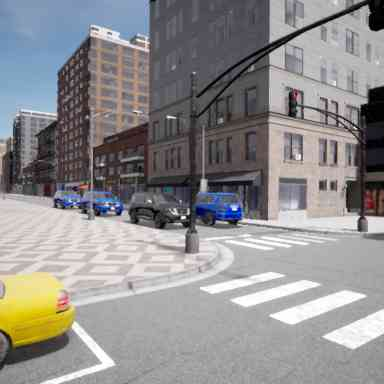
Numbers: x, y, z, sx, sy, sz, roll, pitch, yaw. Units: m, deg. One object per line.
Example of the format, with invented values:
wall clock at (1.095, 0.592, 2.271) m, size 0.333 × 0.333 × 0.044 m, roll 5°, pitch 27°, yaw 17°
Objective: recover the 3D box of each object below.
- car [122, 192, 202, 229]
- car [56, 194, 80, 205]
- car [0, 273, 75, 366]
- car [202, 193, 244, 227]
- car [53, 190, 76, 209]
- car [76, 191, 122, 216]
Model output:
car at (-2.064, 1.051, 20.784) m, size 2.150 × 2.045 × 5.566 m, roll 1°, pitch 0°, yaw -35°
car at (-18.481, 1.053, 49.530) m, size 2.128 × 1.511 × 4.902 m, roll 1°, pitch 0°, yaw -35°
car at (-3.972, 1.525, 3.919) m, size 4.829 × 1.417 × 1.752 m, roll 0°, pitch 1°, yaw -36°
car at (0.998, 1.090, 22.016) m, size 2.150 × 2.045 × 5.566 m, roll 1°, pitch 0°, yaw -35°
car at (-14.206, 0.860, 37.977) m, size 2.150 × 2.045 × 5.566 m, roll 1°, pitch 0°, yaw -35°
car at (-8.008, 0.958, 29.193) m, size 2.150 × 2.045 × 5.566 m, roll 1°, pitch 0°, yaw -35°
